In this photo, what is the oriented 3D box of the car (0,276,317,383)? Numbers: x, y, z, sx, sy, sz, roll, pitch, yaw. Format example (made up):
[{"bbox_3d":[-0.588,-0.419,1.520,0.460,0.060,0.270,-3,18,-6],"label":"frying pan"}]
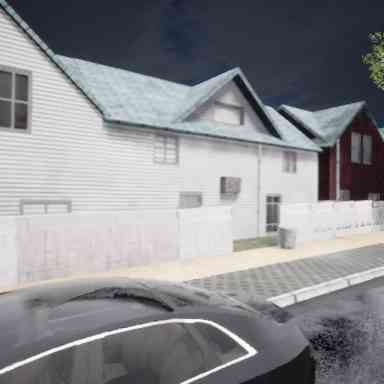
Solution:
[{"bbox_3d":[-1.165,1.506,2.234,4.892,1.490,1.837,0,0,-35],"label":"car"}]
